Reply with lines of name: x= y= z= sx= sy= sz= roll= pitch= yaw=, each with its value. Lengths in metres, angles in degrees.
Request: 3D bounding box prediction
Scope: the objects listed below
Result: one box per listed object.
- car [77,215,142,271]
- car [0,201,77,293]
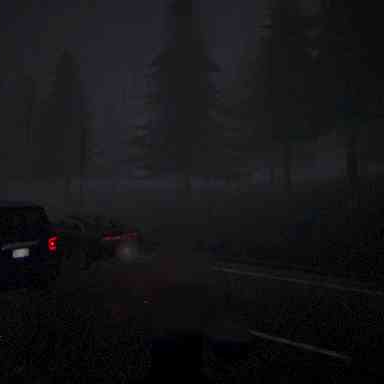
car: x=-3.834 y=1.509 z=11.009 sx=4.902 sy=1.511 sz=2.128 roll=0 pitch=0 yaw=36
car: x=-5.387 y=1.238 z=7.816 sx=5.566 sy=2.045 sz=2.150 roll=0 pitch=0 yaw=36
